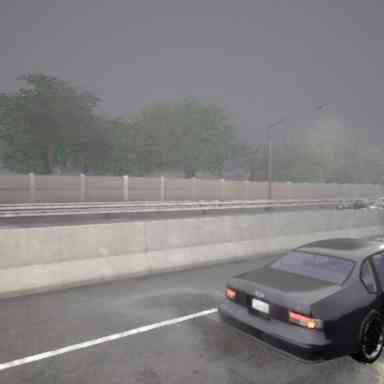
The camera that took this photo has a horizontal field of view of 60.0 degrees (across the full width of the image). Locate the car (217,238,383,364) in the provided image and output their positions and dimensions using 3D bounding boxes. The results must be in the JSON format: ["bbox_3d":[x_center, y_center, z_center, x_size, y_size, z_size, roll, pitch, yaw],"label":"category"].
[{"bbox_3d":[2.951,1.547,5.841,5.357,1.411,2.033,0,0,-35],"label":"car"}]

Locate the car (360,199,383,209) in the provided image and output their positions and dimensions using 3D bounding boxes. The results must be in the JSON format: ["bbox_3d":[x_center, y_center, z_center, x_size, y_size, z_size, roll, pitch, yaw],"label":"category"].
[{"bbox_3d":[20.602,1.496,35.669,4.902,1.511,2.128,0,0,-35],"label":"car"}]

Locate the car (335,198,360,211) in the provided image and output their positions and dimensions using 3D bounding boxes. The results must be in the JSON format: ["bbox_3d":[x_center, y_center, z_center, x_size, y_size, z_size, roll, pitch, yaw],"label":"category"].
[{"bbox_3d":[18.554,1.509,38.506,4.892,1.490,1.837,1,0,-35],"label":"car"}]
